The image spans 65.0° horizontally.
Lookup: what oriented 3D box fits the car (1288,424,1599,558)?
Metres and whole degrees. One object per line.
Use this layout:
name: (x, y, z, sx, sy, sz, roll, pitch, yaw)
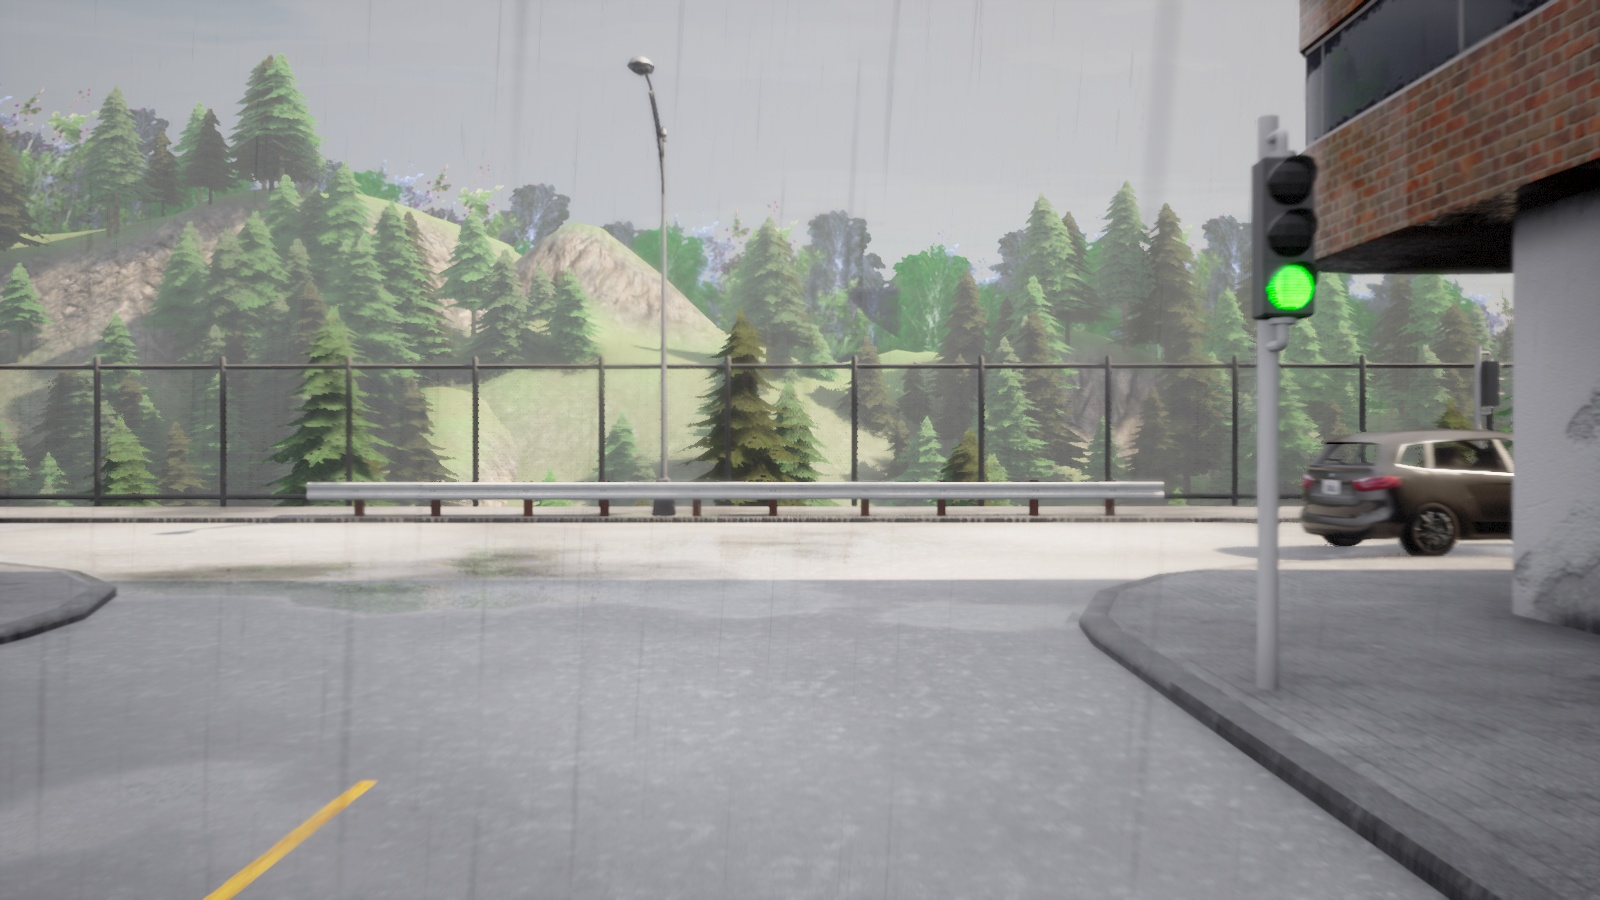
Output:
car: (9.383, 0.502, 17.074, 4.611, 1.667, 2.242, 0, 0, -8)
